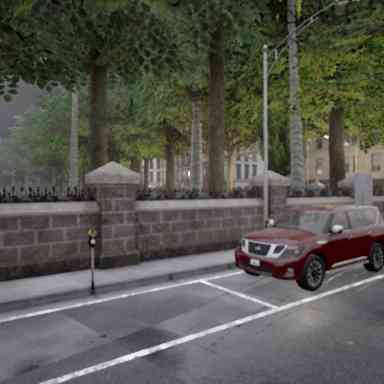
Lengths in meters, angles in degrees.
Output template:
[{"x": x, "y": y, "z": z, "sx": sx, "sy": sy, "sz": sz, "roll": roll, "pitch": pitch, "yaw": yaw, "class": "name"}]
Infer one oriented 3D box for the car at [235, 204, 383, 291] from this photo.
[{"x": 3.475, "y": 1.289, "z": 9.111, "sx": 5.009, "sy": 1.841, "sz": 2.192, "roll": 0, "pitch": 0, "yaw": -36, "class": "car"}]
